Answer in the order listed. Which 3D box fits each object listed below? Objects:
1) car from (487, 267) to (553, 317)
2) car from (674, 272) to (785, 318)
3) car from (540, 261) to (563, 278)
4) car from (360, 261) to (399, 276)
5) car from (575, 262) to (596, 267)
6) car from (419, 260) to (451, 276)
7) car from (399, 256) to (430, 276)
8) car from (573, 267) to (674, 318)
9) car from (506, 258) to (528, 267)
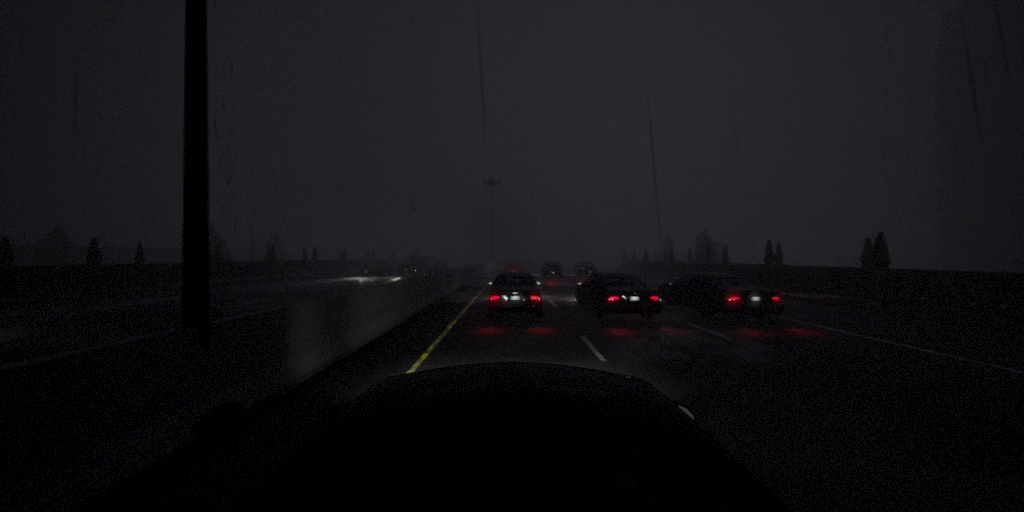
[{"bbox_3d":[0.100,1.299,13.141,2.033,1.411,5.357,0,0,0],"label":"car"},{"bbox_3d":[7.101,1.299,12.947,2.033,1.411,5.357,0,0,0],"label":"car"},{"bbox_3d":[3.792,1.258,34.398,1.837,1.490,4.892,0,0,2],"label":"car"},{"bbox_3d":[-13.724,1.244,36.611,2.128,1.511,4.902,0,0,4],"label":"car"},{"bbox_3d":[7.349,1.279,35.496,1.812,1.442,4.674,0,0,3],"label":"car"},{"bbox_3d":[-6.884,1.316,33.527,1.994,1.385,4.181,0,0,3],"label":"car"},{"bbox_3d":[-10.188,0.973,37.771,2.150,2.045,5.566,0,0,4],"label":"car"},{"bbox_3d":[3.600,1.299,13.037,2.033,1.411,5.357,0,0,0],"label":"car"},{"bbox_3d":[0.394,1.231,36.058,1.882,1.535,5.008,0,0,4],"label":"car"}]
